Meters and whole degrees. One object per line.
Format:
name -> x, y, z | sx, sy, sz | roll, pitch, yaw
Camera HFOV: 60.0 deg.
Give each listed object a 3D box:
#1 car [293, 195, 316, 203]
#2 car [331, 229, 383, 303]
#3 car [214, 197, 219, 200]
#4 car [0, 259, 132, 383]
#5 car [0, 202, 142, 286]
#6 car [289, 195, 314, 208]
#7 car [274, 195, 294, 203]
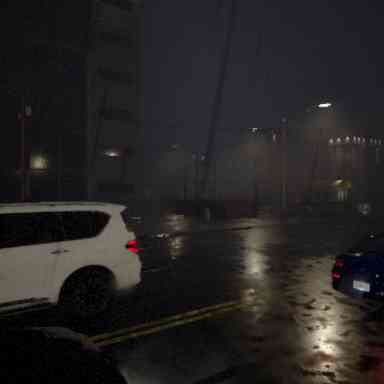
car -> 22.032, 1.418, 65.000 | 4.674, 1.452, 2.002 | 0, 0, -36
car -> 4.936, 1.525, 7.310 | 4.674, 1.442, 1.812 | 0, 0, -35
car -> 4.383, 1.573, 60.525 | 4.718, 1.301, 1.895 | 0, 0, -36
car -> -2.941, 1.548, 1.654 | 5.357, 1.411, 2.033 | 0, 0, -35
car -> -3.603, 1.221, 5.735 | 5.566, 2.045, 2.150 | 0, 0, -35
car -> 15.108, 1.253, 45.944 | 4.553, 1.767, 2.185 | 0, 0, -36
car -> 19.129, 1.450, 69.003 | 3.806, 1.475, 1.970 | 0, 0, -36
